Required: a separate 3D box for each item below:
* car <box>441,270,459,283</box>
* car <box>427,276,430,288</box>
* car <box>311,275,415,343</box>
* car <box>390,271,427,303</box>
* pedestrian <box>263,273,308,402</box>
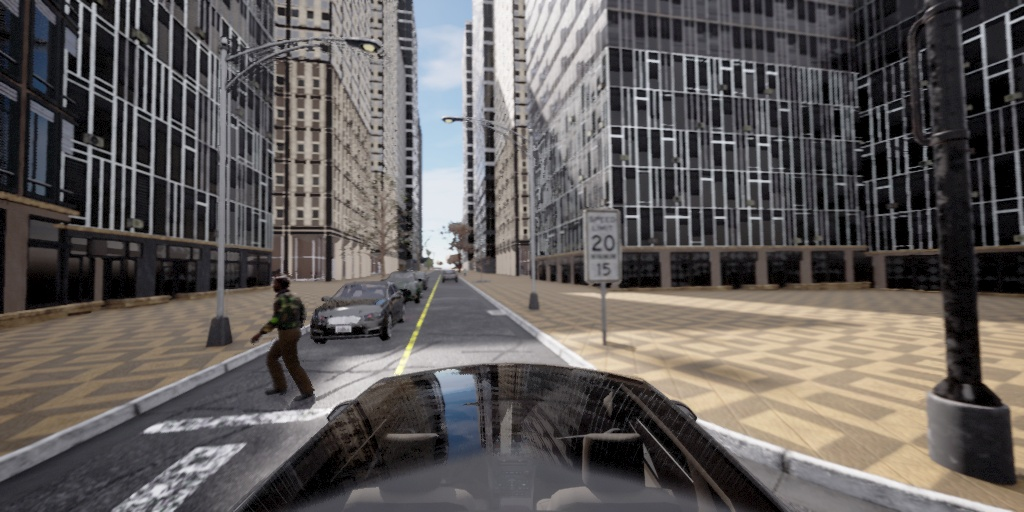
[{"bbox_3d":[-7.412,2.392,42.828,2.128,1.511,4.902,0,-2,-11],"label":"car"},{"bbox_3d":[-8.026,2.086,30.220,1.837,1.490,4.892,0,-1,-11],"label":"car"},{"bbox_3d":[-4.370,1.520,10.830,2.128,1.511,4.902,-1,-2,-10],"label":"car"},{"bbox_3d":[-6.115,1.643,20.043,2.097,1.767,4.553,0,-2,-11],"label":"car"},{"bbox_3d":[-3.286,1.161,5.214,0.375,1.860,0.375,0,-2,-11],"label":"pedestrian"}]
